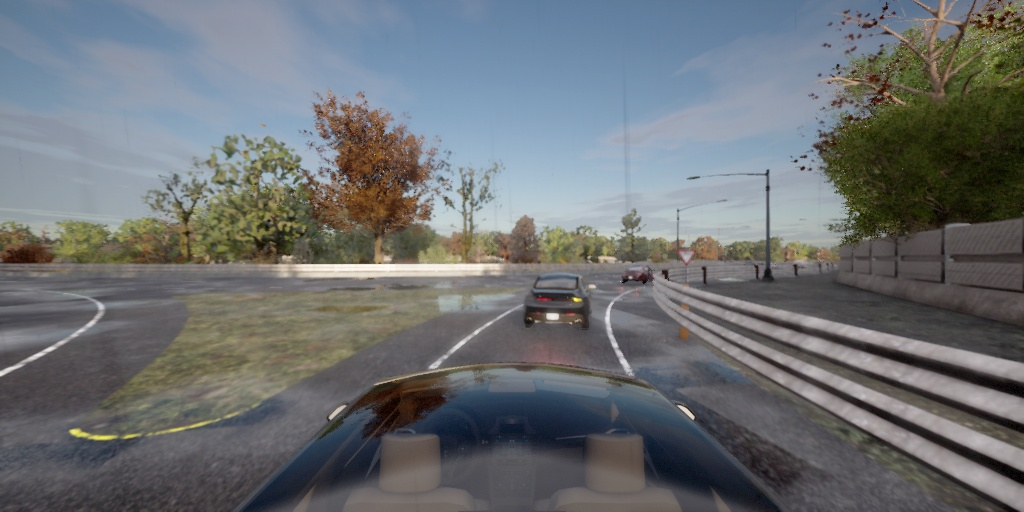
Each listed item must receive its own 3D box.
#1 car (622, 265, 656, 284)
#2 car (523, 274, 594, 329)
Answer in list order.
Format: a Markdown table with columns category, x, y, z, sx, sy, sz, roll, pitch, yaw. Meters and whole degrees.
| category | x | y | z | sx | sy | sz | roll | pitch | yaw |
| --- | --- | --- | --- | --- | --- | --- | --- | --- | --- |
| car | 10.421 | 1.460 | 28.899 | 1.812 | 1.442 | 4.674 | 0 | 0 | 39 |
| car | 1.596 | 1.316 | 11.563 | 1.837 | 1.490 | 4.892 | 0 | 0 | 13 |
